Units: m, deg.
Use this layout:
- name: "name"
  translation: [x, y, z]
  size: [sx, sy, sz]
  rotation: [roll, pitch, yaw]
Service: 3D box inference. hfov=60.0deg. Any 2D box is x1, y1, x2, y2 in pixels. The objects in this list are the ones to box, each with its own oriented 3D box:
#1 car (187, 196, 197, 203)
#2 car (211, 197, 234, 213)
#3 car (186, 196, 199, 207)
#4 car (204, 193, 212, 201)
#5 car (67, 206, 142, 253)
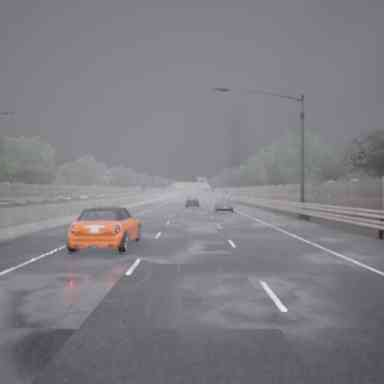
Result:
- name: "car"
  translation: [-0.014, 1.511, 68.779]
  size: [2.033, 1.411, 5.357]
  rotation: [0, 0, 0]
- name: "car"
  translation: [3.493, 1.574, 37.143]
  size: [1.994, 1.385, 4.181]
  rotation: [0, 0, 0]
- name: "car"
  translation: [0.090, 1.470, 50.114]
  size: [1.882, 1.535, 5.008]
  rotation: [0, 0, 0]
- name: "car"
  translation: [3.486, 1.053, 72.710]
  size: [1.801, 1.575, 5.366]
  rotation: [0, 0, 0]
- name: "car"
  translation: [-3.404, 1.356, 13.753]
  size: [2.097, 1.767, 4.553]
  rotation: [0, 0, 0]
